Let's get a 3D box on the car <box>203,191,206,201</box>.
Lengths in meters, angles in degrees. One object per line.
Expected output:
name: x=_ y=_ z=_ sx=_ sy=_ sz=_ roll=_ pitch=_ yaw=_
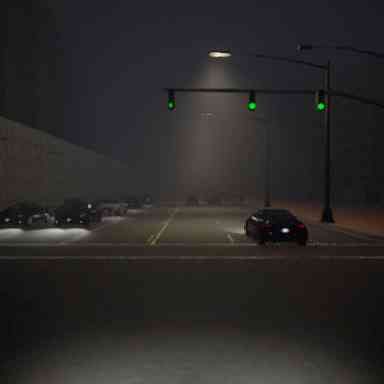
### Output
car: x=3.505 y=1.021 z=61.752 sx=1.812 sy=1.442 sz=4.674 roll=0 pitch=0 yaw=0

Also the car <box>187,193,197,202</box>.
car: x=0.005 y=0.980 z=60.920 sx=1.882 sy=1.535 sz=5.008 roll=0 pitch=0 yaw=0

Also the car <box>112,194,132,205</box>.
car: x=-10.496 y=1.068 z=50.138 sx=1.882 sy=1.535 sz=5.008 roll=0 pitch=0 yaw=0

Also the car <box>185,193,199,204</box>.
car: x=0.004 y=1.110 z=50.919 sx=1.812 sy=1.442 sz=4.674 roll=0 pitch=0 yaw=0

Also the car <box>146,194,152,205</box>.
car: x=-6.996 y=1.102 z=49.304 sx=1.837 sy=1.490 sz=4.892 roll=0 pitch=0 yaw=0

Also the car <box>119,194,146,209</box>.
car: x=-7.063 y=1.185 z=39.128 sx=1.837 sy=1.490 sz=4.892 roll=0 pitch=0 yaw=1

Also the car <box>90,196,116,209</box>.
car: x=-10.558 y=1.239 z=39.724 sx=1.994 sy=1.385 sz=4.181 roll=0 pitch=0 yaw=0

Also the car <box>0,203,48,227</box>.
car: x=-10.590 y=1.391 z=21.071 sx=1.994 sy=1.385 sz=4.181 roll=0 pitch=0 yaw=0

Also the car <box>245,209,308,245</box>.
car: x=3.601 y=1.442 z=14.828 sx=1.994 sy=1.385 sz=4.181 roll=0 pitch=0 yaw=0

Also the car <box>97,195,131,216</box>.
car: x=-7.076 y=1.281 z=29.883 sx=1.812 sy=1.442 sz=4.674 roll=0 pitch=0 yaw=0

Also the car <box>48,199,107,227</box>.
car: x=-7.089 y=1.391 z=21.126 sx=1.994 sy=1.385 sz=4.181 roll=0 pitch=0 yaw=0

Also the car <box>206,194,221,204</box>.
car: x=3.515 y=1.103 z=51.765 sx=1.812 sy=1.442 sz=4.674 roll=0 pitch=0 yaw=0

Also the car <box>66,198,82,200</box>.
car: x=-10.578 y=1.282 z=29.824 sx=1.812 sy=1.442 sz=4.674 roll=0 pitch=0 yaw=0
